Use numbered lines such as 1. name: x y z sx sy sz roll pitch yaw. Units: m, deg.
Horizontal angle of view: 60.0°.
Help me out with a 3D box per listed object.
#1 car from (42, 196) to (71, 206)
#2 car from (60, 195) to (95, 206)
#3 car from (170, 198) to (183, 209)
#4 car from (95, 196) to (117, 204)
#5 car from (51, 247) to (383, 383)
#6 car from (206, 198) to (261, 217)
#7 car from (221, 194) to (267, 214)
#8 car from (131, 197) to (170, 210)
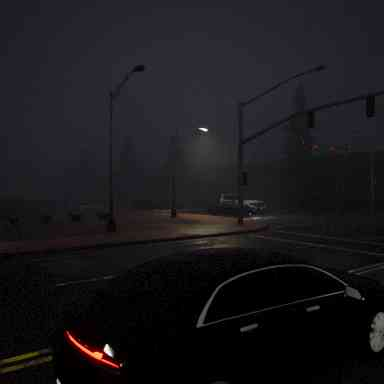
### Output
1. car: -22.116 1.631 52.396 4.718 1.301 1.895 0 0 16
2. car: -18.950 1.525 54.921 4.674 1.442 1.812 0 0 21
3. car: -3.374 1.477 45.132 5.008 1.535 1.882 0 0 43
4. car: -16.301 1.477 61.324 5.008 1.535 1.882 0 0 21
5. car: 0.807 1.505 4.374 4.892 1.490 1.837 0 0 -35
6. car: 3.536 1.547 31.219 2.033 1.411 5.357 0 0 -36
7. car: 5.184 1.221 34.844 2.150 2.045 5.566 0 0 -37
8. car: -5.636 1.547 42.677 5.357 1.411 2.033 0 0 44
